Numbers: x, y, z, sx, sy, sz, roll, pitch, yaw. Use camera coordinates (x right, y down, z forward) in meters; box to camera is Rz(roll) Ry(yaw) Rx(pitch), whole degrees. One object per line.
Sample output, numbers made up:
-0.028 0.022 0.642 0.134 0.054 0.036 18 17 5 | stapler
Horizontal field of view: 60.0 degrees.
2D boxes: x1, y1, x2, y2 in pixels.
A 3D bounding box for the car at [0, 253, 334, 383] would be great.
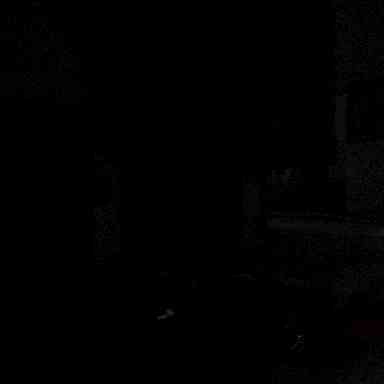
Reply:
-0.258 1.601 4.418 4.718 1.301 1.895 0 0 -35 | car
